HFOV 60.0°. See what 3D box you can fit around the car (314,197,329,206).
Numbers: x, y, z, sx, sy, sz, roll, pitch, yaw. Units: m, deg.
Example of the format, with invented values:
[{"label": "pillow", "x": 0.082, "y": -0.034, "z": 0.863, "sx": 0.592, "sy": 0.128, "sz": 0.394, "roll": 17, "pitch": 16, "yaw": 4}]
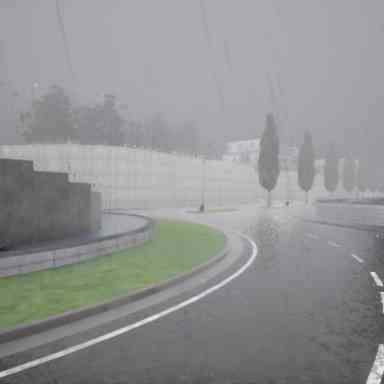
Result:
[{"label": "car", "x": 24.489, "y": 1.704, "z": 62.315, "sx": 2.097, "sy": 1.767, "sz": 4.553, "roll": 0, "pitch": 0, "yaw": 39}]
